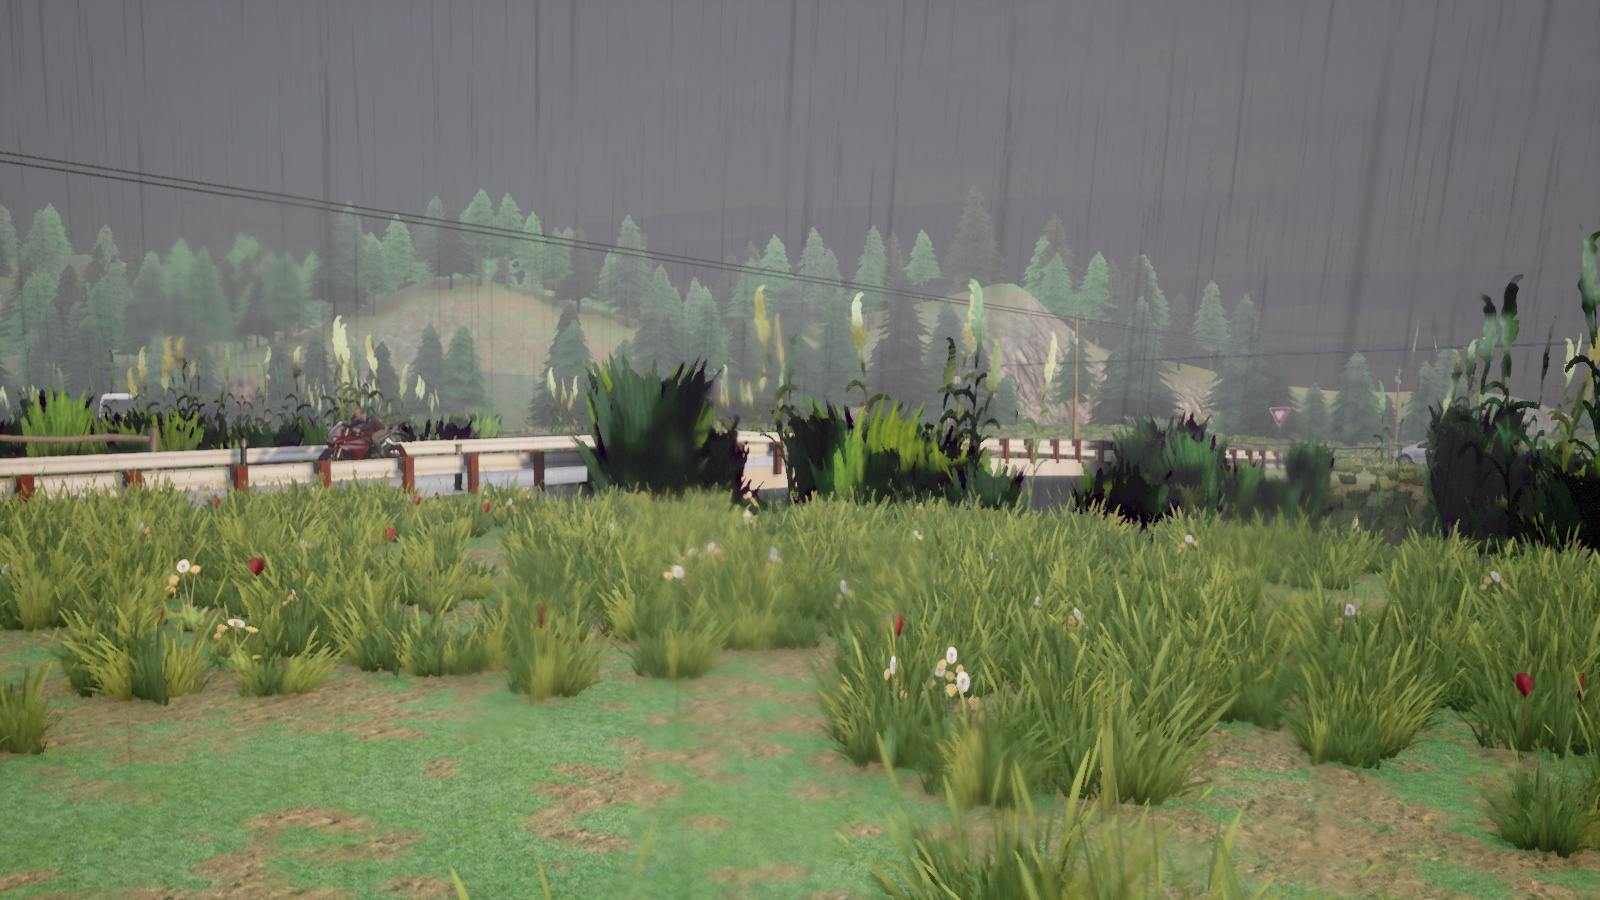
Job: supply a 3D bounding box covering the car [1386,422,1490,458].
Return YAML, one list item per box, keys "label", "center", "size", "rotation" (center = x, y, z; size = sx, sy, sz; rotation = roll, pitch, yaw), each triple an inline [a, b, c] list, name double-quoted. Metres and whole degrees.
- label: "car"
  center: [29.624, -0.459, 58.342]
  size: [3.988, 1.617, 1.851]
  rotation: [0, 1, 40]

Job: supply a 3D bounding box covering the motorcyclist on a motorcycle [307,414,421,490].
- label: "motorcyclist on a motorcycle"
  center: [-9.686, 0.026, 27.961]
  size: [0.866, 1.530, 2.191]
  rotation: [0, 4, 39]
